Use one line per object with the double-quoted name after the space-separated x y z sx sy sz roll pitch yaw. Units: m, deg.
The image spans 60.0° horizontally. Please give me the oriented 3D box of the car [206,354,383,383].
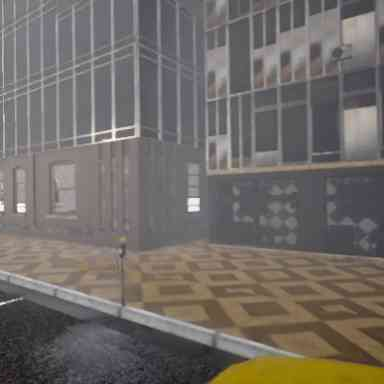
2.012 1.526 1.457 4.829 1.417 1.752 0 -1 36 "car"
